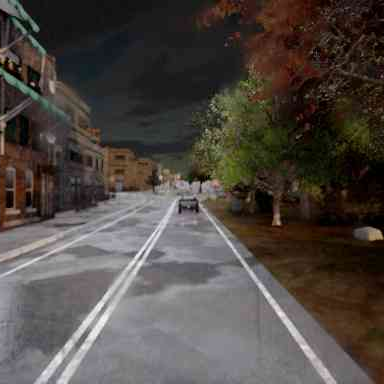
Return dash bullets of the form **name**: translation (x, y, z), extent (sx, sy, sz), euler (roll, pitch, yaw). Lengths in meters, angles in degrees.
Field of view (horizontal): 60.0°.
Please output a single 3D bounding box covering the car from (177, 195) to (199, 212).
- **car**: translation (-0.350, 1.053, 31.793), extent (2.128, 1.511, 4.902), euler (0, 1, -1)
